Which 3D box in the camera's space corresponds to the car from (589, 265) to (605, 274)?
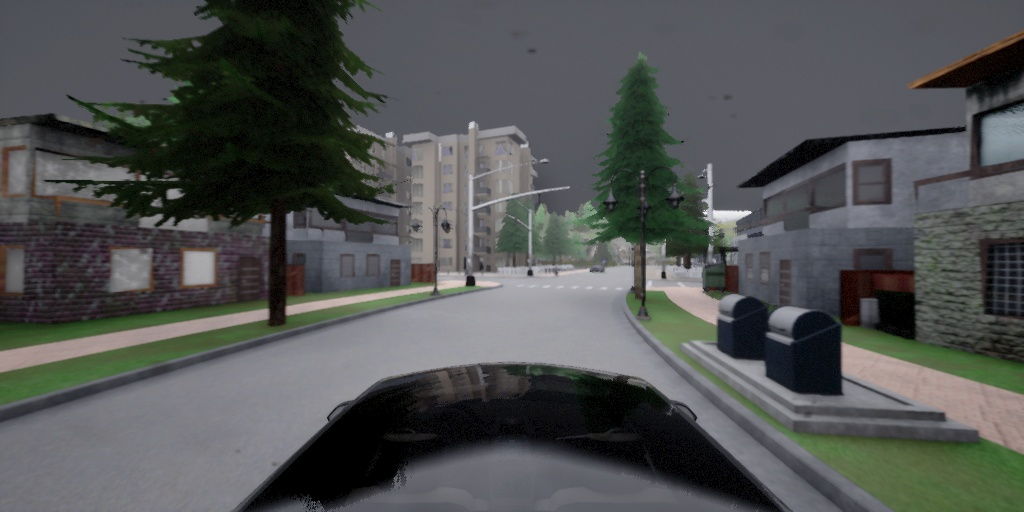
[{"bbox_3d":[13.461,2.079,56.430,2.033,1.411,5.357,0,-1,22],"label":"car"}]
